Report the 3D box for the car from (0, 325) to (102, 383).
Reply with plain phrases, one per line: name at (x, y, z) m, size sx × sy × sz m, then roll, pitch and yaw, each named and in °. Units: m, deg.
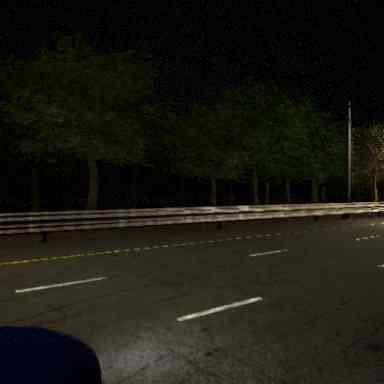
car at (-2.835, 1.527, 1.848) m, size 4.674 × 1.442 × 1.812 m, roll 0°, pitch 0°, yaw -36°
